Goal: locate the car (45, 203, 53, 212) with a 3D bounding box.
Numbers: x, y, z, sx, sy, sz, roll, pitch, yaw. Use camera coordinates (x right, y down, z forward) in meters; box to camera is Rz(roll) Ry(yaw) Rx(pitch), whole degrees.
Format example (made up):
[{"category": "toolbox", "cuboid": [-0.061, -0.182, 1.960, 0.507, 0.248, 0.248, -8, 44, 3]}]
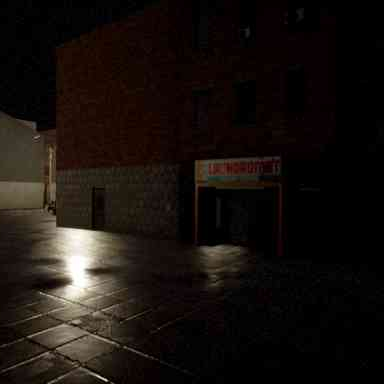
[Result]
[{"category": "car", "cuboid": [-14.487, 1.518, 38.351, 2.128, 1.511, 4.902, 0, 0, 36]}]
